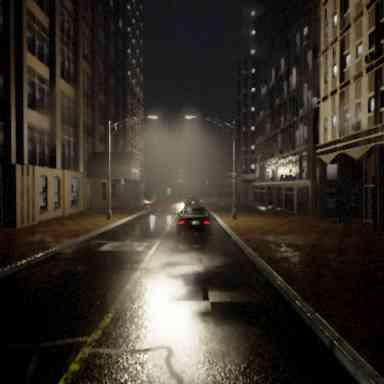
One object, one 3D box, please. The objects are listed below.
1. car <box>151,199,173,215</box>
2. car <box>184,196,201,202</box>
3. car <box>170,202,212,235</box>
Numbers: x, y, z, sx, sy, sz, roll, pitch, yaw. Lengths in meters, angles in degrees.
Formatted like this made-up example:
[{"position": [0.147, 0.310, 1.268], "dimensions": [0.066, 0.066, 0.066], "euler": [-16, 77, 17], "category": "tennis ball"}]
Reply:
[{"position": [-2.997, 1.431, 33.869], "dimensions": [1.882, 1.535, 5.008], "euler": [0, 0, 0], "category": "car"}, {"position": [0.104, 1.297, 41.251], "dimensions": [2.097, 1.767, 4.553], "euler": [0, 0, 0], "category": "car"}, {"position": [0.102, 1.519, 18.486], "dimensions": [2.033, 1.411, 5.357], "euler": [0, 0, 0], "category": "car"}]
